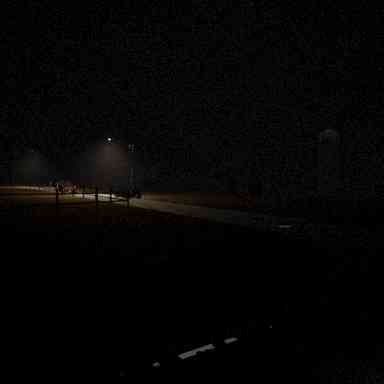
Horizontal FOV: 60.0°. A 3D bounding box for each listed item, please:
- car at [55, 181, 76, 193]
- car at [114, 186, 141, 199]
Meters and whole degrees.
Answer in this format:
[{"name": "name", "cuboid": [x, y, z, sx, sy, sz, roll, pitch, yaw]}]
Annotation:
[{"name": "car", "cuboid": [-18.908, -0.829, 49.814, 2.097, 1.767, 4.553, 2, 1, -36]}, {"name": "car", "cuboid": [-7.515, 0.068, 38.738, 1.812, 1.442, 4.674, 2, 2, -36]}]
